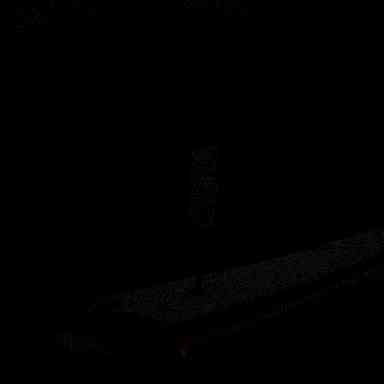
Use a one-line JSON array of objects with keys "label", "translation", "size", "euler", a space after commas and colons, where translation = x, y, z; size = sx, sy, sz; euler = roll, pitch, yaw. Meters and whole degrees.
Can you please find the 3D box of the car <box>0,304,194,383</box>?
[{"label": "car", "translation": [-2.089, 1.526, 1.749], "size": [4.674, 1.442, 1.812], "euler": [0, 0, -37]}]
